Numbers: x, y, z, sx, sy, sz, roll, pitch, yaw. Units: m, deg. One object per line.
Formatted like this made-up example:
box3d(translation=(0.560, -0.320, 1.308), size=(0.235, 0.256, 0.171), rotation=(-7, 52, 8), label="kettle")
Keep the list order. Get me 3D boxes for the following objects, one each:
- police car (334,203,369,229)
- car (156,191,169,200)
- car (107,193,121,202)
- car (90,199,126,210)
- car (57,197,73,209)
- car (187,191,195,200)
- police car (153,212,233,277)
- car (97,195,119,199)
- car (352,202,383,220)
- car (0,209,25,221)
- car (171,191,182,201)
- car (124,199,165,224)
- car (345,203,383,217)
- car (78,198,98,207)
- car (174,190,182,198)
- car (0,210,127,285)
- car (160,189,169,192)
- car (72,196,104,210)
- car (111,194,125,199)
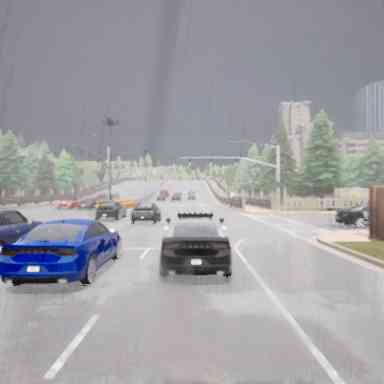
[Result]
box3d(translation=(12.120, 1.492, 21.797), size=(5.238, 1.638, 1.930), rotation=(0, 0, 0), label="police car")
box3d(translation=(-7.112, 1.309, 77.061), size=(1.994, 1.385, 4.181), rotation=(0, 4, 0), label="car")
box3d(translation=(-17.604, 1.191, 75.549), size=(2.097, 1.767, 4.553), rotation=(0, 2, 0), label="car")
box3d(translation=(-6.902, 1.593, 28.681), size=(1.837, 1.490, 4.892), rotation=(0, 0, 0), label="car")
box3d(translation=(-17.572, 1.499, 47.550), size=(2.097, 1.767, 4.553), rotation=(0, 0, 0), label="car")
box3d(translation=(-0.128, 1.177, 79.845), size=(1.895, 1.301, 4.718), rotation=(0, 4, 0), label="car")
box3d(translation=(0.100, 1.458, 10.446), size=(1.930, 1.638, 5.238), rotation=(0, 0, 0), label="police car")
box3d(translation=(-14.022, 1.647, 54.823), size=(1.882, 1.535, 5.008), rotation=(0, 0, 1), label="car")
box3d(translation=(16.624, 1.615, 28.838), size=(4.674, 1.442, 1.812), rotation=(0, 0, -1), label="car")
box3d(translation=(-6.902, 1.389, 11.813), size=(2.097, 1.767, 4.553), rotation=(0, 0, 0), label="car")
box3d(translation=(-3.610, 1.139, 76.637), size=(2.097, 1.767, 4.553), rotation=(0, 3, 0), label="car")
box3d(translation=(-3.401, 1.569, 25.231), size=(2.128, 1.511, 4.902), rotation=(0, 0, 0), label="car")
box3d(translation=(17.633, 1.700, 32.343), size=(4.718, 1.301, 1.895), rotation=(0, 0, 0), label="car")
box3d(translation=(-17.504, 1.737, 56.085), size=(1.994, 1.385, 4.181), rotation=(0, 0, 0), label="car")
box3d(translation=(-3.666, 0.547, 86.697), size=(1.812, 1.442, 4.674), rotation=(0, 6, 0), label="car")
box3d(translation=(-3.401, 1.508, 9.610), size=(1.882, 1.535, 5.008), rotation=(0, 0, 0), label="car")
box3d(translation=(-7.166, 0.247, 86.673), size=(2.150, 2.045, 5.566), rotation=(0, 6, 0), label="car")
box3d(translation=(-14.060, 1.631, 45.363), size=(2.128, 1.511, 4.902), rotation=(0, 0, -1), label="car")
box3d(translation=(-14.041, 1.653, 64.259), size=(1.882, 1.535, 5.008), rotation=(0, 0, 0), label="car")
